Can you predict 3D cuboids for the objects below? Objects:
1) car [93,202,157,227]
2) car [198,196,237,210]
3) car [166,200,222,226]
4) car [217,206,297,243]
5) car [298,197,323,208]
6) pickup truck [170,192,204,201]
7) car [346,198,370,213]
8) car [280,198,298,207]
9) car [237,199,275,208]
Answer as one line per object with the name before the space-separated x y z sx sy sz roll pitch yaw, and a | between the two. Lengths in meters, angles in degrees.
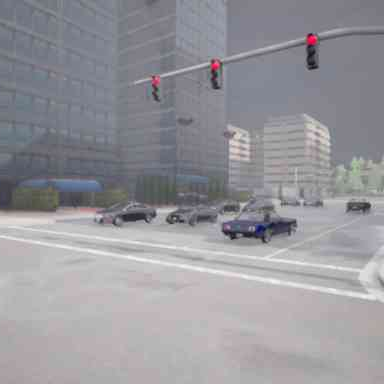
car | -4.511 1.462 22.897 2.128 1.511 4.902 0 0 35
car | 3.131 1.461 33.757 2.128 1.511 4.902 0 0 35
car | 0.028 1.540 23.270 1.994 1.385 4.181 0 0 35
car | 3.416 1.589 16.064 1.895 1.301 4.718 0 0 38
car | 17.504 1.467 47.959 2.128 1.511 4.902 0 0 36
pickup truck | -0.575 1.005 51.119 6.274 2.098 2.390 0 0 -24
car | 18.703 1.465 37.298 1.882 1.535 5.008 0 0 35
car | 14.837 1.533 50.241 1.994 1.385 4.181 0 0 36
car | 6.642 1.481 32.665 1.837 1.490 4.892 0 0 35
